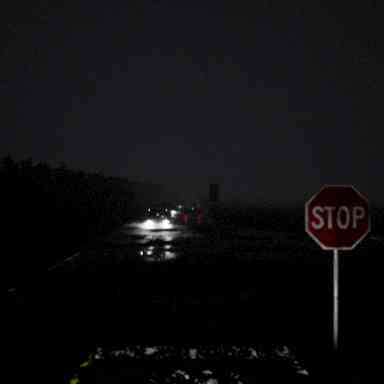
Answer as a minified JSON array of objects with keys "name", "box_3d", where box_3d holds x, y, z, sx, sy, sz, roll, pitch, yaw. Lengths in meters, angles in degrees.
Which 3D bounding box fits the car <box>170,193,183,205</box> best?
[{"name":"car","box_3d":[-2.838,1.205,57.765,2.150,2.045,5.566,0,0,0]}]

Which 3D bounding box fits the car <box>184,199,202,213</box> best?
[{"name":"car","box_3d":[0.086,1.520,37.021,1.812,1.442,4.674,0,0,0]}]

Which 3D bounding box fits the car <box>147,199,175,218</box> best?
[{"name":"car","box_3d":[-2.861,1.598,30.079,1.895,1.301,4.718,0,0,0]}]

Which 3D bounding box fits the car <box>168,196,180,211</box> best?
[{"name":"car","box_3d":[-2.859,1.557,40.863,1.994,1.385,4.181,0,0,0]}]
